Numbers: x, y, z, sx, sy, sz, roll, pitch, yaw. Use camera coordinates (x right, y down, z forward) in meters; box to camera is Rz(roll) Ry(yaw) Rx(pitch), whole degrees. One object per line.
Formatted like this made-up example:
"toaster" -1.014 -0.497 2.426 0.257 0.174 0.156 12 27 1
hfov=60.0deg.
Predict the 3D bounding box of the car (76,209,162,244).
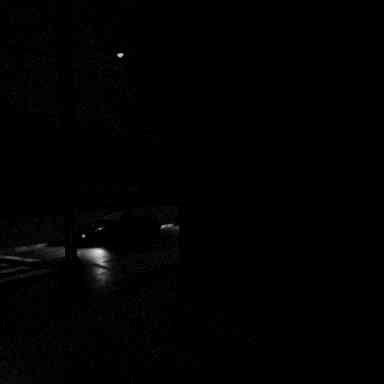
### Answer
"car" -3.390 1.576 16.258 1.812 1.442 4.674 -4 -1 34
